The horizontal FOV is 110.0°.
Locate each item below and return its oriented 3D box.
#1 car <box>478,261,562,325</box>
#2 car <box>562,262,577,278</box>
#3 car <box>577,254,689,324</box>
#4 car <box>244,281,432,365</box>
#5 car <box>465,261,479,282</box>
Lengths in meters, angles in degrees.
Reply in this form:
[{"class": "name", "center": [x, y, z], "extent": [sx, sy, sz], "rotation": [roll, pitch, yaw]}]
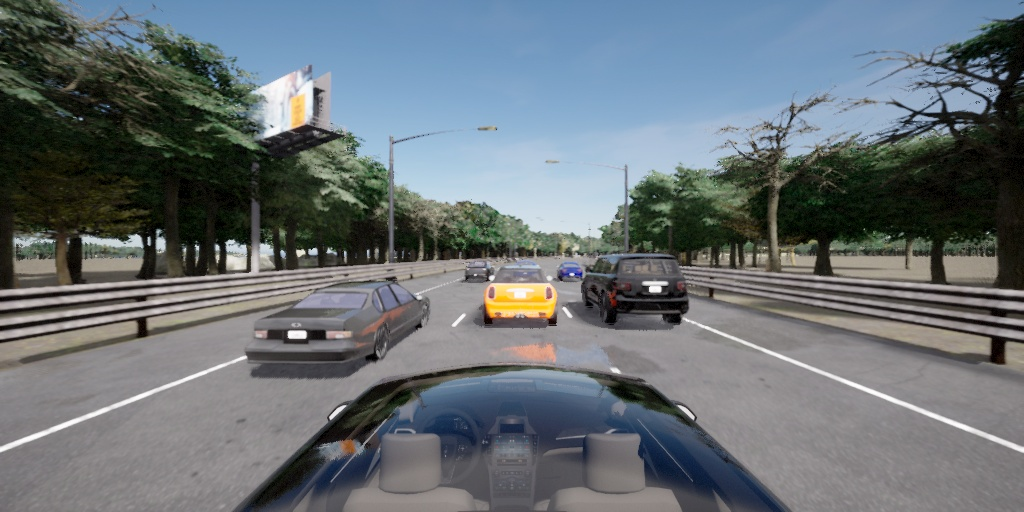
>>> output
[{"class": "car", "center": [0.285, 1.067, 11.839], "extent": [2.097, 1.767, 4.553], "rotation": [0, 0, 2]}, {"class": "car", "center": [4.632, 1.191, 28.880], "extent": [1.812, 1.442, 4.674], "rotation": [0, 0, 4]}, {"class": "car", "center": [3.778, 0.940, 11.944], "extent": [2.150, 2.045, 5.566], "rotation": [0, 0, 2]}, {"class": "car", "center": [-3.322, 1.273, 8.140], "extent": [2.033, 1.411, 5.357], "rotation": [0, 0, 1]}, {"class": "car", "center": [-2.448, 1.152, 28.075], "extent": [2.128, 1.511, 4.902], "rotation": [0, 0, 4]}]
